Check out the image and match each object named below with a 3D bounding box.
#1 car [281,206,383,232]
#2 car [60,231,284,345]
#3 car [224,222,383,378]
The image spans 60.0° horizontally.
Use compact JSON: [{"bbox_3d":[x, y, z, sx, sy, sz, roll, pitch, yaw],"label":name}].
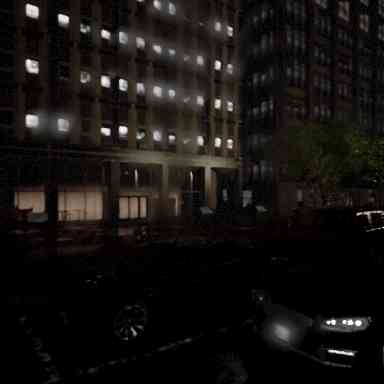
[{"bbox_3d":[4.298,1.343,9.611,5.009,1.841,2.192,0,0,-35],"label":"car"},{"bbox_3d":[-0.203,1.577,6.411,4.313,1.339,1.947,0,0,-35],"label":"car"},{"bbox_3d":[3.135,1.509,5.605,4.902,1.511,2.128,0,0,-35],"label":"car"}]
